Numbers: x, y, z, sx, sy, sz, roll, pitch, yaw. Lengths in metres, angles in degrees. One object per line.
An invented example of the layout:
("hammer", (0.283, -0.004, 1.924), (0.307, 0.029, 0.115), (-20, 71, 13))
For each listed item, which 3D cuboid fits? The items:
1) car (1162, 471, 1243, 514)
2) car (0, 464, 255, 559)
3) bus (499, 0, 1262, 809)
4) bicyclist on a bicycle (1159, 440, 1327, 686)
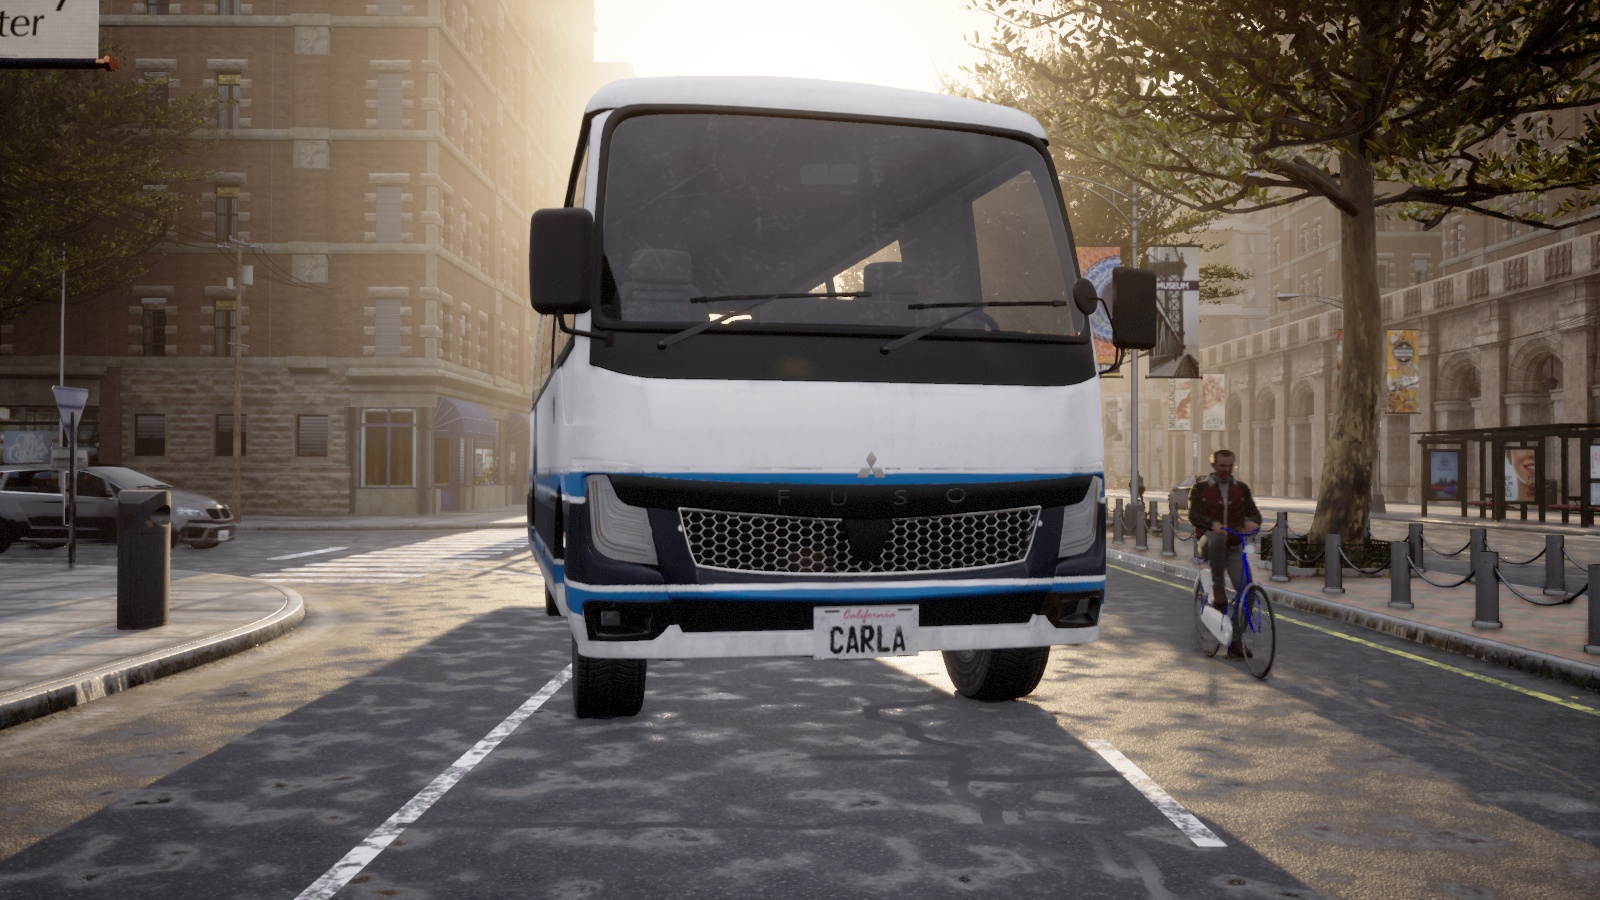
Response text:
("car", (14.885, 1.550, 46.641), (1.845, 1.501, 3.633), (0, -1, 0))
("car", (-12.941, 1.102, 23.360), (4.611, 1.667, 2.242), (0, -1, -1))
("bus", (-0.663, -0.370, 11.291), (3.944, 4.253, 10.273), (0, -1, -14))
("bicyclist on a bicycle", (3.474, 0.839, 10.027), (0.659, 1.776, 1.843), (0, -1, 0))
